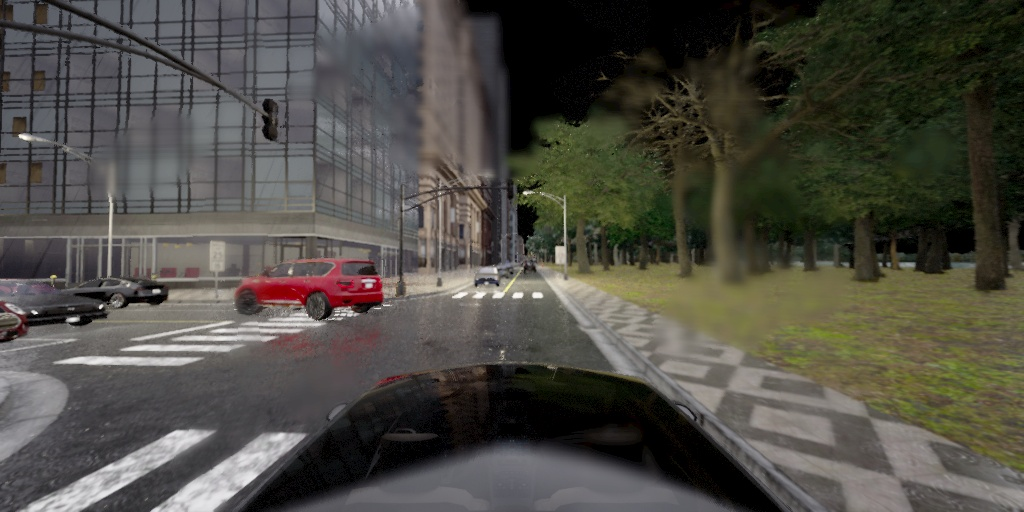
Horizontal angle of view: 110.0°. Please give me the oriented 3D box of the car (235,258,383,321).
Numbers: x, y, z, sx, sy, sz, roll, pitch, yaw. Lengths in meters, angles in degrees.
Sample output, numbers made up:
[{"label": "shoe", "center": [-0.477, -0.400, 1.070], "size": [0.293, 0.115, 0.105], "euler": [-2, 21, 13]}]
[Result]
[{"label": "car", "center": [-7.437, 1.148, 13.228], "size": [5.566, 2.045, 2.150], "euler": [-1, -3, 20]}]

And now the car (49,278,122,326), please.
[{"label": "car", "center": [-14.916, 1.421, 10.430], "size": [5.357, 1.411, 2.033], "euler": [-1, -2, 8]}]

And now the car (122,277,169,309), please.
[{"label": "car", "center": [-18.220, 1.650, 16.368], "size": [4.313, 1.339, 1.948], "euler": [0, 0, 3]}]

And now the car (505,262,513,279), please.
[{"label": "car", "center": [-1.257, 1.655, 37.575], "size": [1.994, 1.385, 4.181], "euler": [0, -1, 4]}]

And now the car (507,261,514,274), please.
[{"label": "car", "center": [-0.689, 1.746, 48.182], "size": [2.033, 1.411, 5.357], "euler": [0, -1, 3]}]

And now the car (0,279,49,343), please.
[{"label": "car", "center": [-13.166, 1.213, 7.606], "size": [4.097, 1.591, 1.967], "euler": [0, 0, 2]}]

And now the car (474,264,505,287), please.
[{"label": "car", "center": [-1.783, 1.538, 27.545], "size": [2.033, 1.411, 5.357], "euler": [0, -1, 0]}]

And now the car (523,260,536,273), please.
[{"label": "car", "center": [2.728, 1.729, 54.838], "size": [1.882, 1.535, 5.008], "euler": [0, 0, 3]}]
